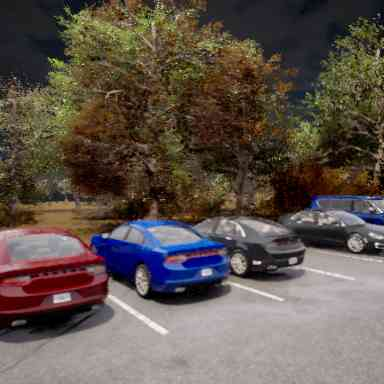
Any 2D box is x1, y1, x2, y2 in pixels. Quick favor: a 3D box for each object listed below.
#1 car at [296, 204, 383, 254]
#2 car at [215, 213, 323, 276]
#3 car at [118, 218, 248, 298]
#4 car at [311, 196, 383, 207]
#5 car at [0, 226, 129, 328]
[{"bbox_3d":[5.756,1.474,13.704,2.231,1.521,4.892,0,0,-36],"label":"car"},{"bbox_3d":[1.167,1.479,10.413,2.231,1.521,4.892,0,0,-36],"label":"car"},{"bbox_3d":[-1.131,1.479,8.772,2.097,1.535,5.008,0,0,-36],"label":"car"},{"bbox_3d":[7.974,1.218,15.244,2.435,2.045,5.566,0,0,-36],"label":"car"},{"bbox_3d":[-3.430,1.480,7.132,2.097,1.535,5.008,0,0,-36],"label":"car"}]
